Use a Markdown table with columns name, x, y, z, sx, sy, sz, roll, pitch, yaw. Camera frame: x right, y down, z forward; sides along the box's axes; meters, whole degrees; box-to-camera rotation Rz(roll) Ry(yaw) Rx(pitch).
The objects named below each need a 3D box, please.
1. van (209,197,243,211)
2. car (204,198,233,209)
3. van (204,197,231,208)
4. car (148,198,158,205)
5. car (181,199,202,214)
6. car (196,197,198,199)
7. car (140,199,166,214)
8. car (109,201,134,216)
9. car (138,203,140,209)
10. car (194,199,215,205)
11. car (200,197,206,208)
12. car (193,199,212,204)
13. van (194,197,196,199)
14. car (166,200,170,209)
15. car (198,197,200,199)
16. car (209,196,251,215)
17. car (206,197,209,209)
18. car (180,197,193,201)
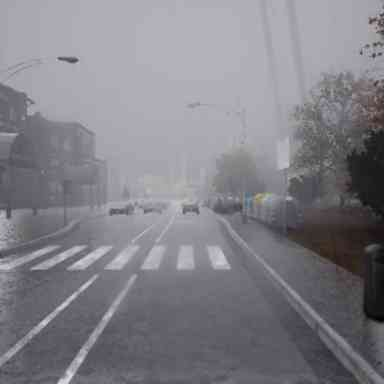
| name | x | y | z | sx | sy | sz | roll | pitch | yaw |
| --- | --- | --- | --- | --- | --- | --- | --- | --- | --- |
| van | 4.877 | 1.717 | 47.987 | 4.442 | 1.987 | 1.878 | 1 | -2 | -22 |
| car | 4.521 | 1.988 | 56.822 | 4.553 | 1.767 | 2.185 | 1 | -1 | -22 |
| van | 4.504 | 1.944 | 59.823 | 4.442 | 1.987 | 1.878 | 1 | -1 | -22 |
| car | -8.229 | 2.023 | 71.129 | 1.812 | 1.442 | 4.674 | 0 | -1 | -2 |
| car | -0.179 | 1.814 | 39.703 | 1.812 | 1.442 | 4.674 | 0 | -1 | -2 |
| car | 4.018 | 2.369 | 71.630 | 4.892 | 1.521 | 2.231 | 1 | -1 | -22 |
| car | -4.473 | 1.833 | 38.596 | 1.994 | 1.385 | 4.181 | 0 | -1 | -2 |
| car | -7.144 | 1.656 | 34.168 | 1.882 | 1.535 | 5.008 | 0 | -1 | -2 |
| car | -7.773 | 2.165 | 55.798 | 2.033 | 1.411 | 5.357 | 0 | -1 | -1 |
| car | 3.311 | 2.619 | 89.510 | 5.366 | 1.575 | 1.946 | 1 | -1 | -24 |
| car | 4.708 | 1.749 | 50.910 | 5.566 | 2.045 | 2.435 | 1 | -2 | -22 |
| car | 2.943 | 2.695 | 92.399 | 4.674 | 1.452 | 2.002 | 1 | -1 | -24 |
| van | 3.585 | 2.318 | 83.557 | 4.442 | 1.987 | 1.878 | 1 | -1 | -23 |
| car | -4.893 | 2.154 | 52.521 | 1.895 | 1.301 | 4.718 | 0 | -1 | -2 |
| car | 4.386 | 2.271 | 65.761 | 5.366 | 1.575 | 1.946 | 1 | -1 | -22 |
| car | 5.166 | 1.443 | 36.125 | 5.566 | 2.045 | 2.435 | 1 | -2 | -22 |
| car | 5.027 | 1.504 | 39.049 | 5.566 | 2.045 | 2.435 | 1 | -1 | -22 |
| car | -1.436 | 2.416 | 75.089 | 1.882 | 1.535 | 5.008 | 0 | -1 | -3 |
